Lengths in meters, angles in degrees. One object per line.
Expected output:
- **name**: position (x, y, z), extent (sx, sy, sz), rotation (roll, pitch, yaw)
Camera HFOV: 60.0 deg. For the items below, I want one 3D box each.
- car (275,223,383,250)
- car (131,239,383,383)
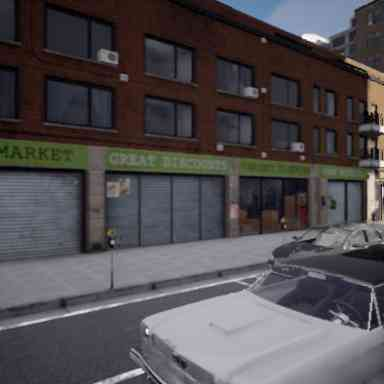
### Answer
- **car**: position (3.952, 1.552, 9.009), extent (4.403, 1.369, 2.008), rotation (0, 0, -36)
- **car**: position (1.681, 1.602, 4.263), extent (4.718, 1.301, 1.895), rotation (0, 0, -35)
